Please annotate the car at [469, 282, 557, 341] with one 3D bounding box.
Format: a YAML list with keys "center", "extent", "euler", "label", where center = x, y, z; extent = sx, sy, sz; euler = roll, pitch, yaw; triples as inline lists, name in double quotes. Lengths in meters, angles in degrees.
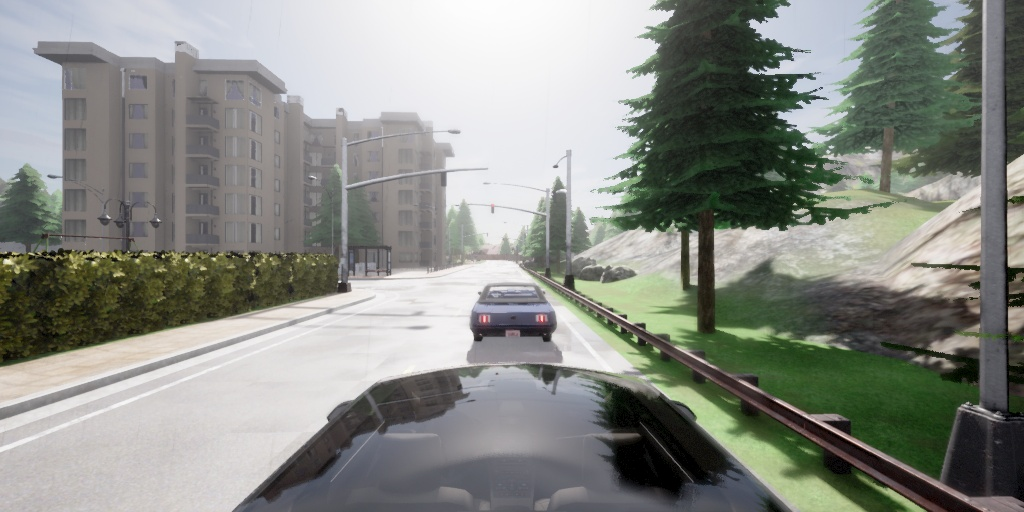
- center: [-0.004, 1.351, 9.782]
  extent: [1.895, 1.301, 4.718]
  euler: [0, 0, -1]
  label: "car"
